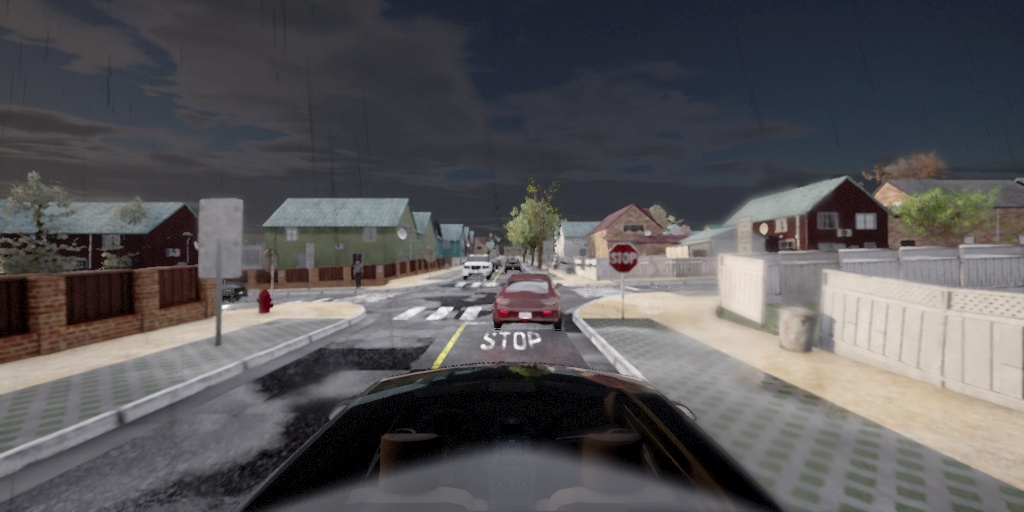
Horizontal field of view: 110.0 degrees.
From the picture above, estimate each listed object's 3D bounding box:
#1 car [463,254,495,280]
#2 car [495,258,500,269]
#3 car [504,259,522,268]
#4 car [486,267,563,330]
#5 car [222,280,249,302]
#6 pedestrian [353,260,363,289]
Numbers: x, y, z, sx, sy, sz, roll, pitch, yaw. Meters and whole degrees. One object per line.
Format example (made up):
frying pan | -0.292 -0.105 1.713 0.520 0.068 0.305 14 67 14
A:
car | -2.832 0.862 30.393 2.150 2.045 5.566 0 0 -1
car | -2.842 1.093 40.312 2.128 1.511 4.902 0 0 0
car | 0.098 1.101 41.663 1.837 1.490 4.892 0 0 0
car | 0.549 1.242 10.877 1.812 1.442 4.674 0 0 6
car | -15.022 1.542 16.680 4.892 1.490 1.837 -2 -1 0
pedestrian | -9.690 1.130 22.576 0.375 1.860 0.375 0 1 0
